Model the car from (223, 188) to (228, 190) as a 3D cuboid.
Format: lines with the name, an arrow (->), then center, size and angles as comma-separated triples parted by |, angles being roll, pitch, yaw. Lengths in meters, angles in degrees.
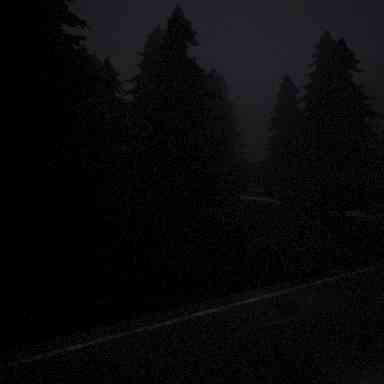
car -> 5.284, -0.288, 47.819 | 2.128, 1.511, 4.902 | 0, 5, -35
